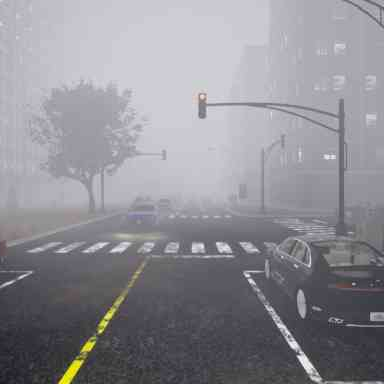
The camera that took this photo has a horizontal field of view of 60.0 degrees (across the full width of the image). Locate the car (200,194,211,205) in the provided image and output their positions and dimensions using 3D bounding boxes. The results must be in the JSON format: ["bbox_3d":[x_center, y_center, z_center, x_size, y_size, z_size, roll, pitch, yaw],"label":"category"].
[{"bbox_3d":[2.641,1.610,61.425,1.947,1.339,4.313,0,0,0],"label":"car"}]

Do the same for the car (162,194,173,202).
[{"bbox_3d":[-5.753,1.385,77.987,2.192,1.841,5.009,0,0,0],"label":"car"}]

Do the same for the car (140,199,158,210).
[{"bbox_3d":[-5.727,1.592,44.850,1.947,1.339,4.313,0,0,0],"label":"car"}]

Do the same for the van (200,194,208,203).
[{"bbox_3d":[2.632,1.402,72.471,1.690,1.788,3.998,0,0,0],"label":"van"}]

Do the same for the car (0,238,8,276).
[{"bbox_3d":[-5.696,1.545,6.939,1.887,1.381,4.507,0,0,0],"label":"car"}]

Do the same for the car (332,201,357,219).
[{"bbox_3d":[13.405,1.350,26.360,4.403,1.369,2.008,-1,1,-1],"label":"car"}]

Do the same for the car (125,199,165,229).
[{"bbox_3d":[-3.116,1.484,21.945,1.882,1.535,5.008,0,0,0],"label":"car"}]

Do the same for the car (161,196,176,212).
[{"bbox_3d":[-3.130,1.524,38.378,1.837,1.490,4.892,0,0,0],"label":"car"}]

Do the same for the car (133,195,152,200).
[{"bbox_3d":[-5.723,1.336,39.327,2.192,1.841,5.009,0,0,0],"label":"car"}]

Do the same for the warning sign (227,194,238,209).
[{"bbox_3d":[5.037,1.138,41.461,1.300,1.860,1.060,0,0,0],"label":"warning sign"}]

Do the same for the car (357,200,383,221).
[{"bbox_3d":[14.921,1.283,23.797,4.892,1.490,1.837,-1,0,-1],"label":"car"}]

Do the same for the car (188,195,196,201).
[{"bbox_3d":[-0.061,1.446,79.075,1.812,1.442,4.674,0,0,0],"label":"car"}]

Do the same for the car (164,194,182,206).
[{"bbox_3d":[-3.130,1.527,54.005,2.128,1.511,4.902,0,0,0],"label":"car"}]

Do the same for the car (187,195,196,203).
[{"bbox_3d":[-0.055,1.656,69.098,1.895,1.301,4.718,0,0,0],"label":"car"}]

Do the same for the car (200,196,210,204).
[{"bbox_3d":[2.637,1.578,67.118,1.752,1.417,4.829,0,0,0],"label":"car"}]

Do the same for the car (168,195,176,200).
[{"bbox_3d":[-5.766,1.654,94.556,2.008,1.369,4.403,0,0,0],"label":"car"}]

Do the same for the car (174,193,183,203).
[{"bbox_3d":[-3.054,1.275,69.434,2.150,2.045,5.566,0,0,0],"label":"car"}]

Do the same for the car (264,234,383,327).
[{"bbox_3d":[2.684,1.551,6.945,2.008,1.369,4.403,0,0,0],"label":"car"}]
